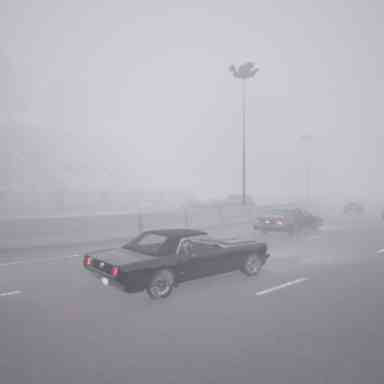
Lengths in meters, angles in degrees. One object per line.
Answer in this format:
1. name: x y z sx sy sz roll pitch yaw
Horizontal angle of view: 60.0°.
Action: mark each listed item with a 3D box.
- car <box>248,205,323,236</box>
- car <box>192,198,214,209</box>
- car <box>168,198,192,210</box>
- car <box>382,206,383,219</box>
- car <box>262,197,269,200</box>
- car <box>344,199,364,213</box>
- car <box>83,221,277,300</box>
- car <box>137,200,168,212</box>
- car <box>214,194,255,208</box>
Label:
1. car: 5.448 1.543 18.500 2.033 1.411 5.357 0 0 42
2. car: 2.358 1.487 37.835 1.882 1.535 5.008 0 0 32
3. car: -0.308 1.507 40.166 2.128 1.511 4.902 0 0 31
4. car: 17.257 1.523 28.270 2.033 1.411 5.357 0 0 32
5. car: 15.879 1.299 74.442 1.895 1.301 4.718 0 0 -1
6. car: 17.872 1.504 36.698 1.812 1.442 4.674 0 0 27
7. car: -0.137 1.604 8.466 4.718 1.301 1.895 0 0 -39
8. car: -4.469 1.624 40.010 1.895 1.301 4.718 0 0 33
9. car: 4.877 1.225 35.210 2.150 2.045 5.566 0 0 32
